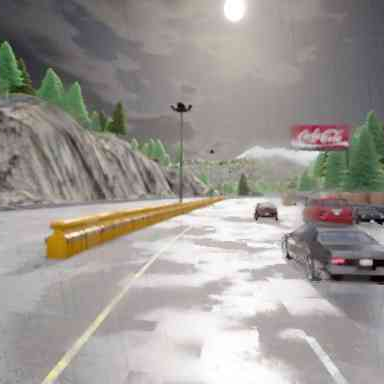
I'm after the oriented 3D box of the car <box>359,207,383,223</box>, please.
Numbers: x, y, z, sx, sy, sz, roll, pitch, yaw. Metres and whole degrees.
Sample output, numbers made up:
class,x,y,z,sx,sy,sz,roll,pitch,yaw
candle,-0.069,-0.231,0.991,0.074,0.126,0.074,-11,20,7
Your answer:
class,x,y,z,sx,sy,sz,roll,pitch,yaw
car,12.907,1.761,25.386,1.895,1.301,4.718,0,0,8

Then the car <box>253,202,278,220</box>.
class,x,y,z,sx,sy,sz,roll,pitch,yaw
car,6.427,1.622,29.311,1.882,1.535,5.008,0,0,8

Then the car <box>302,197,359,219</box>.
class,x,y,z,sx,sy,sz,roll,pitch,yaw
car,8.920,1.351,22.274,2.150,2.045,5.566,0,0,8

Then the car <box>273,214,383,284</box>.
class,x,y,z,sx,sy,sz,roll,pitch,yaw
car,3.989,1.605,9.790,2.033,1.411,5.357,0,0,4
